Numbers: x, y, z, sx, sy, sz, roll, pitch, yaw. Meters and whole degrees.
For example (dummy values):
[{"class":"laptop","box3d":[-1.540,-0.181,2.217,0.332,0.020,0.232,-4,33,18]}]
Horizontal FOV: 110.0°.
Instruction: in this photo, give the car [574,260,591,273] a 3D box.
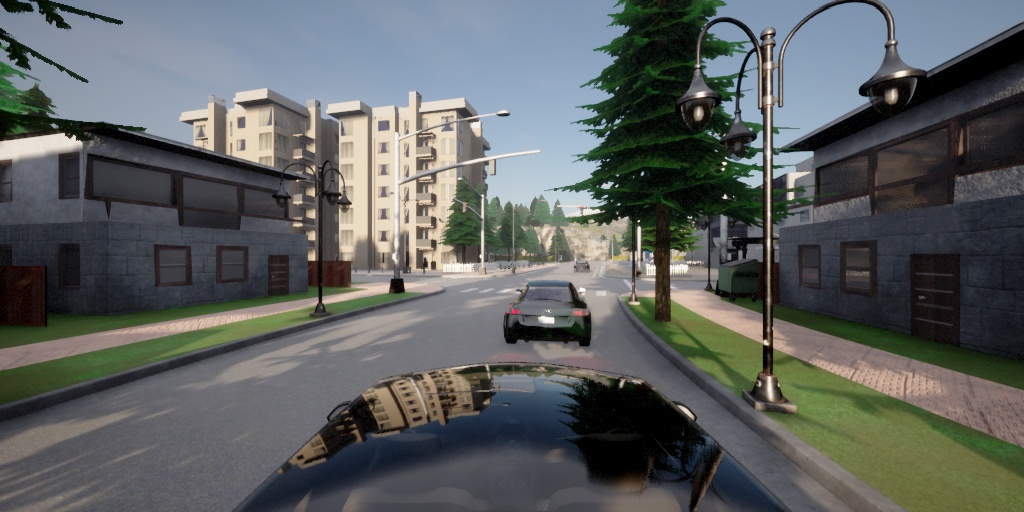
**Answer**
[{"class":"car","box3d":[8.802,1.276,45.009,2.128,1.511,4.902,0,0,14]}]

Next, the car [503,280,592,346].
[{"class":"car","box3d":[1.011,1.314,9.488,1.994,1.385,4.181,0,0,9]}]
